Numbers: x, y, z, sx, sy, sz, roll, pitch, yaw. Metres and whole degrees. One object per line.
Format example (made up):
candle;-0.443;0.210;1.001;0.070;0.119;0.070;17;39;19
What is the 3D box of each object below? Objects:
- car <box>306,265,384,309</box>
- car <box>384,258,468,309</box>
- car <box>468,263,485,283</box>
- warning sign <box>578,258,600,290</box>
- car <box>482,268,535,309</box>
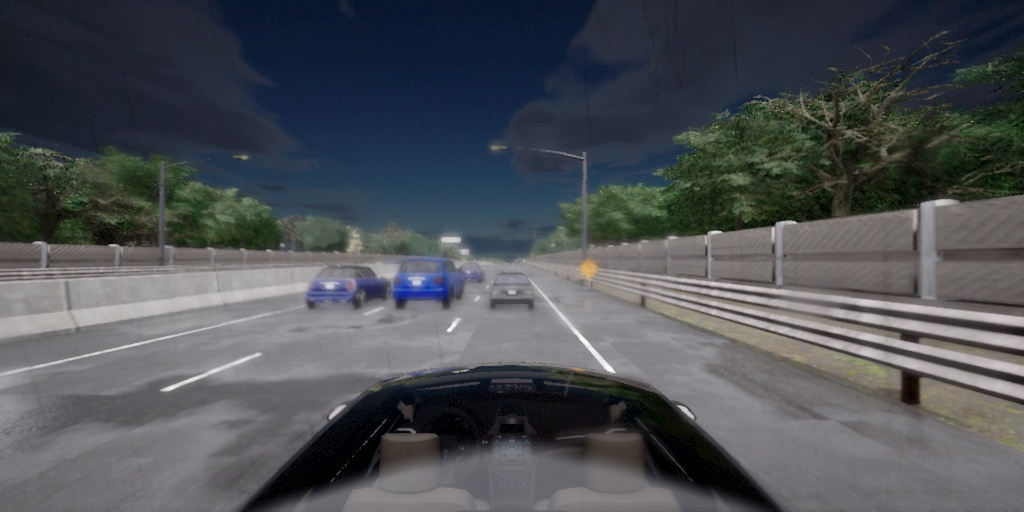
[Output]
car;-6.993;1.233;15.928;2.097;1.767;4.553;0;-1;0
car;-3.496;1.099;15.859;2.150;2.045;5.566;0;0;0
car;-3.490;1.371;30.933;2.097;1.767;4.553;0;-1;0
warning sign;4.554;1.046;21.117;1.300;1.860;1.060;0;0;0
car;0.004;1.429;15.842;2.033;1.411;5.357;0;-1;0
